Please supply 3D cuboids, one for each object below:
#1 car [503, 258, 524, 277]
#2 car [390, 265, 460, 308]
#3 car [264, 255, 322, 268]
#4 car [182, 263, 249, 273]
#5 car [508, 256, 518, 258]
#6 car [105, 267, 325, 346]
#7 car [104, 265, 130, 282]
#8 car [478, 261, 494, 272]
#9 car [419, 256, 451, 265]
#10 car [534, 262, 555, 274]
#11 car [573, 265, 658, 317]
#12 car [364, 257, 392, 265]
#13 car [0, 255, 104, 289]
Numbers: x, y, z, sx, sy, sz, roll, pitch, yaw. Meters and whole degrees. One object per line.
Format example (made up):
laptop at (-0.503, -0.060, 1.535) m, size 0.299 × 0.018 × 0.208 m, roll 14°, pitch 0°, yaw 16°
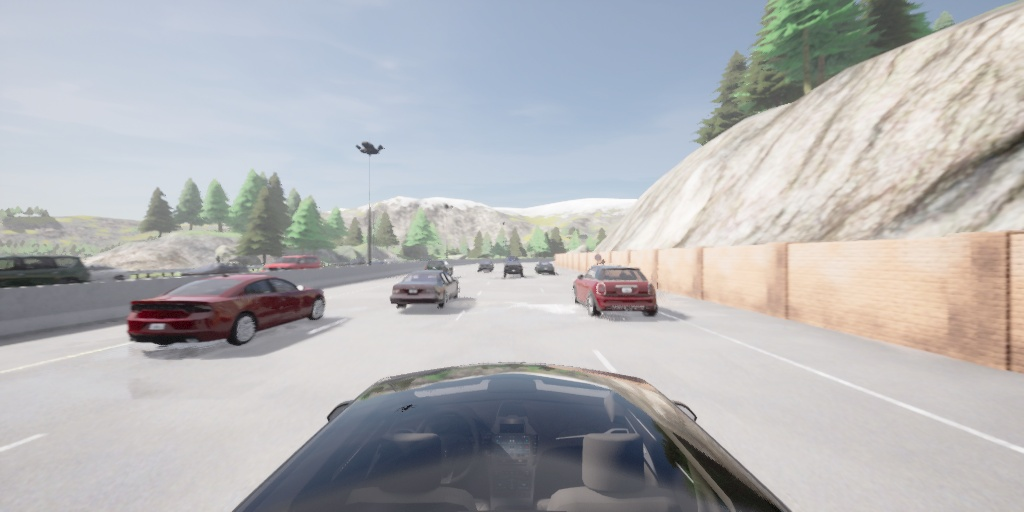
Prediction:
car at (0.140, 1.229, 35.882) m, size 1.882 × 1.535 × 5.008 m, roll 0°, pitch 0°, yaw 0°
car at (-3.445, 1.295, 15.083) m, size 2.033 × 1.411 × 5.357 m, roll 0°, pitch 0°, yaw 1°
car at (-17.556, 0.963, 28.967) m, size 2.150 × 2.045 × 5.566 m, roll 0°, pitch 0°, yaw 0°
car at (-24.550, 1.282, 30.015) m, size 2.033 × 1.411 × 5.357 m, roll 0°, pitch 0°, yaw 0°
car at (0.187, 0.972, 63.514) m, size 2.150 × 2.045 × 5.566 m, roll 0°, pitch 0°, yaw 0°
car at (-6.897, 1.223, 9.449) m, size 1.882 × 1.535 × 5.008 m, roll 0°, pitch 0°, yaw 0°
car at (-28.060, 1.257, 23.540) m, size 1.812 × 1.442 × 4.674 m, roll 0°, pitch 0°, yaw 0°
car at (-3.334, 1.296, 46.783) m, size 2.033 × 1.411 × 5.357 m, roll 0°, pitch 0°, yaw 0°
car at (-6.864, 1.099, 33.658) m, size 2.097 × 1.767 × 4.553 m, roll 0°, pitch 0°, yaw 0°
car at (3.645, 1.317, 40.443) m, size 1.994 × 1.385 × 4.181 m, roll 0°, pitch 0°, yaw 0°
car at (3.611, 1.105, 13.377) m, size 2.097 × 1.767 × 4.553 m, roll 0°, pitch 0°, yaw 0°
car at (-20.966, 1.308, 56.284) m, size 1.994 × 1.385 × 4.181 m, roll 0°, pitch 0°, yaw 1°
car at (-21.079, 0.957, 14.693) m, size 2.150 × 2.045 × 5.566 m, roll 0°, pitch 0°, yaw 0°
